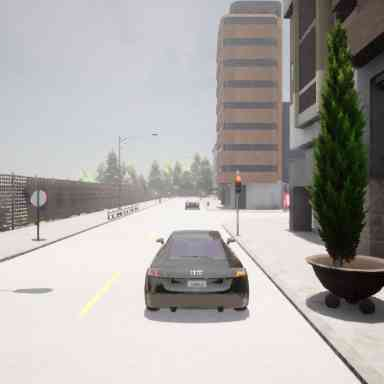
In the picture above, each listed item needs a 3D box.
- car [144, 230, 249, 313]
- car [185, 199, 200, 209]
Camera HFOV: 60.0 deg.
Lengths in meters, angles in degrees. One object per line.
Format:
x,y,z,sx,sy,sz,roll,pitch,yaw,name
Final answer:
0.085,1.564,7.772,1.994,1.385,4.181,0,0,0,car
0.028,1.601,43.743,1.895,1.301,4.718,0,0,-1,car
